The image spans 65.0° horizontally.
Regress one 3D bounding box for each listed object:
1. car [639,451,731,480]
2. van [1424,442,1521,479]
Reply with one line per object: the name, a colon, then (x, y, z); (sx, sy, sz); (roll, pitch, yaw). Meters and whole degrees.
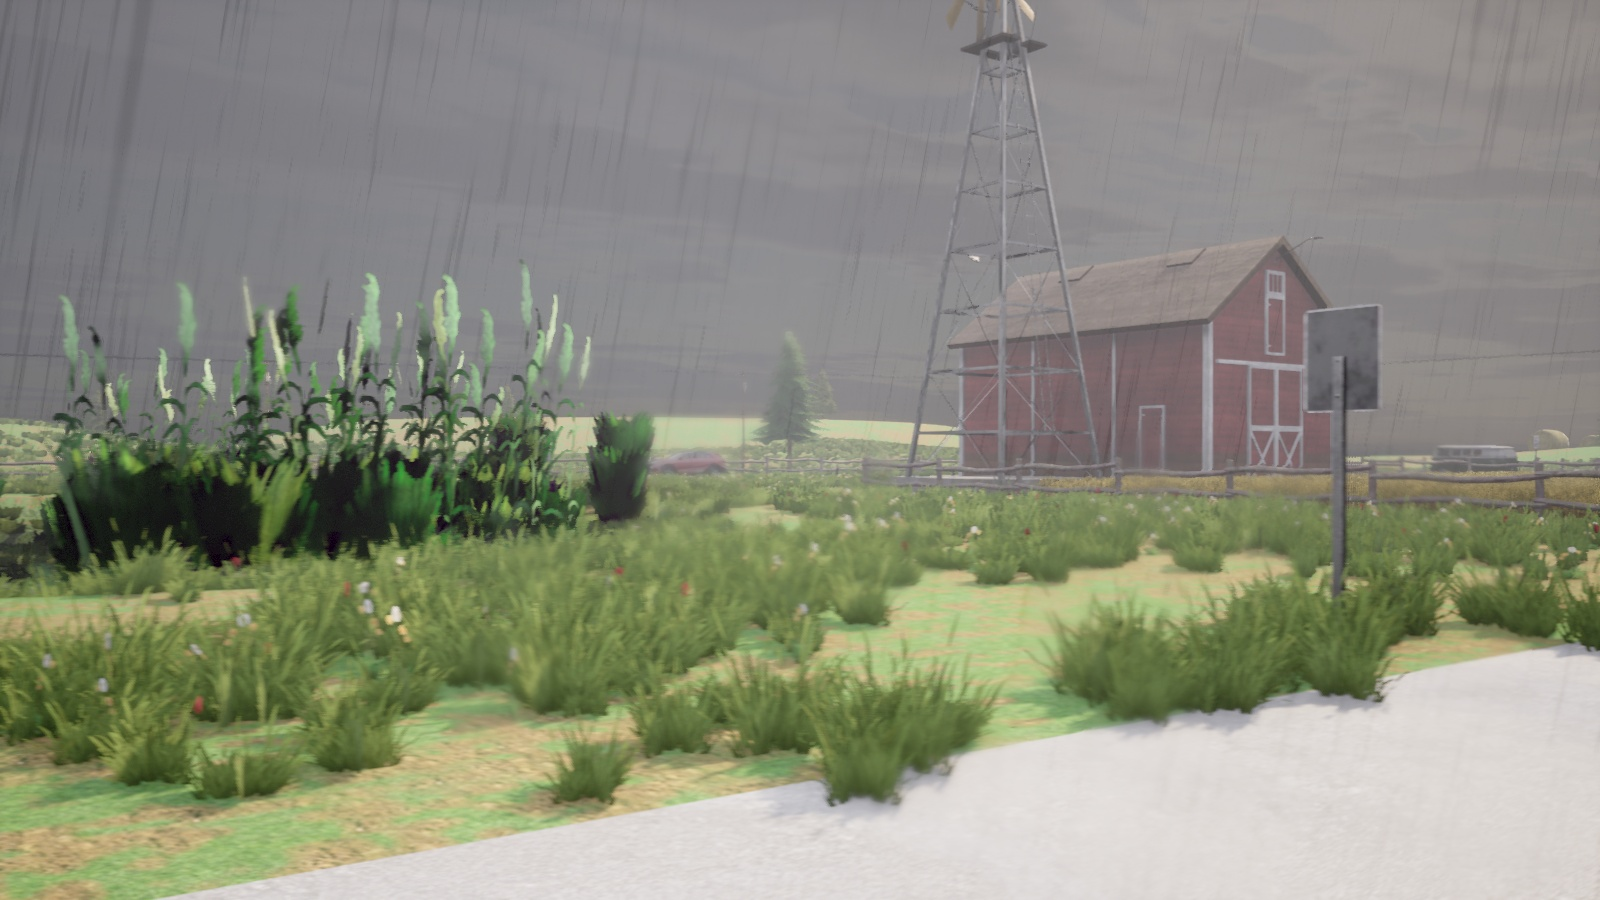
car: (-6.609, 0.866, 72.171); (4.856, 1.649, 2.033); (0, 0, -29)
van: (37.399, 0.590, 69.915); (1.775, 1.987, 4.442); (0, 0, -35)
